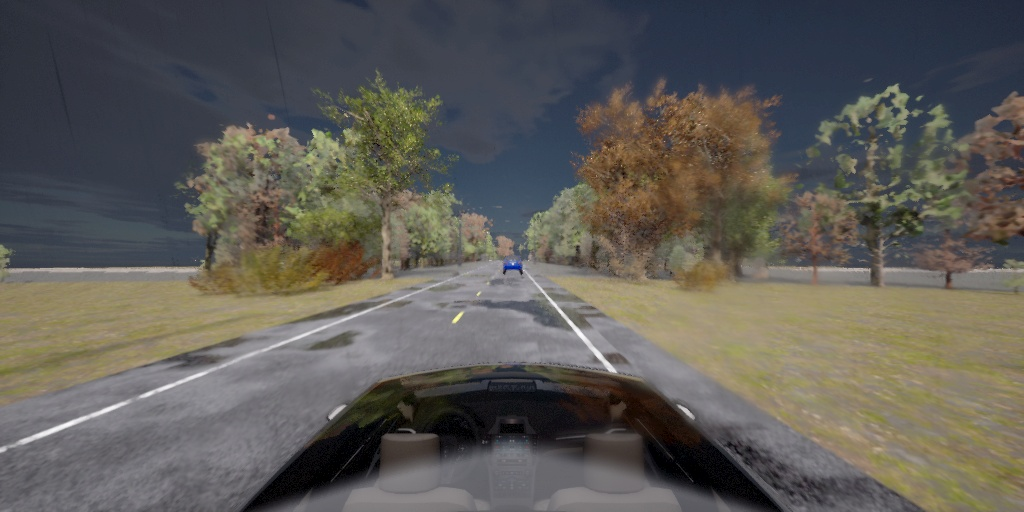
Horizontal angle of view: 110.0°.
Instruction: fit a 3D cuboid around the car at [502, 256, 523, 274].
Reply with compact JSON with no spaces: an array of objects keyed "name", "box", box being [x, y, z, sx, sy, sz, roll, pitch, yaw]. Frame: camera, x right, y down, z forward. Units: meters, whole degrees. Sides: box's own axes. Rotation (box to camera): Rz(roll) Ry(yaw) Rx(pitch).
[{"name":"car","box":[0.089,0.978,41.558,2.150,2.045,5.566,0,0,0]}]
